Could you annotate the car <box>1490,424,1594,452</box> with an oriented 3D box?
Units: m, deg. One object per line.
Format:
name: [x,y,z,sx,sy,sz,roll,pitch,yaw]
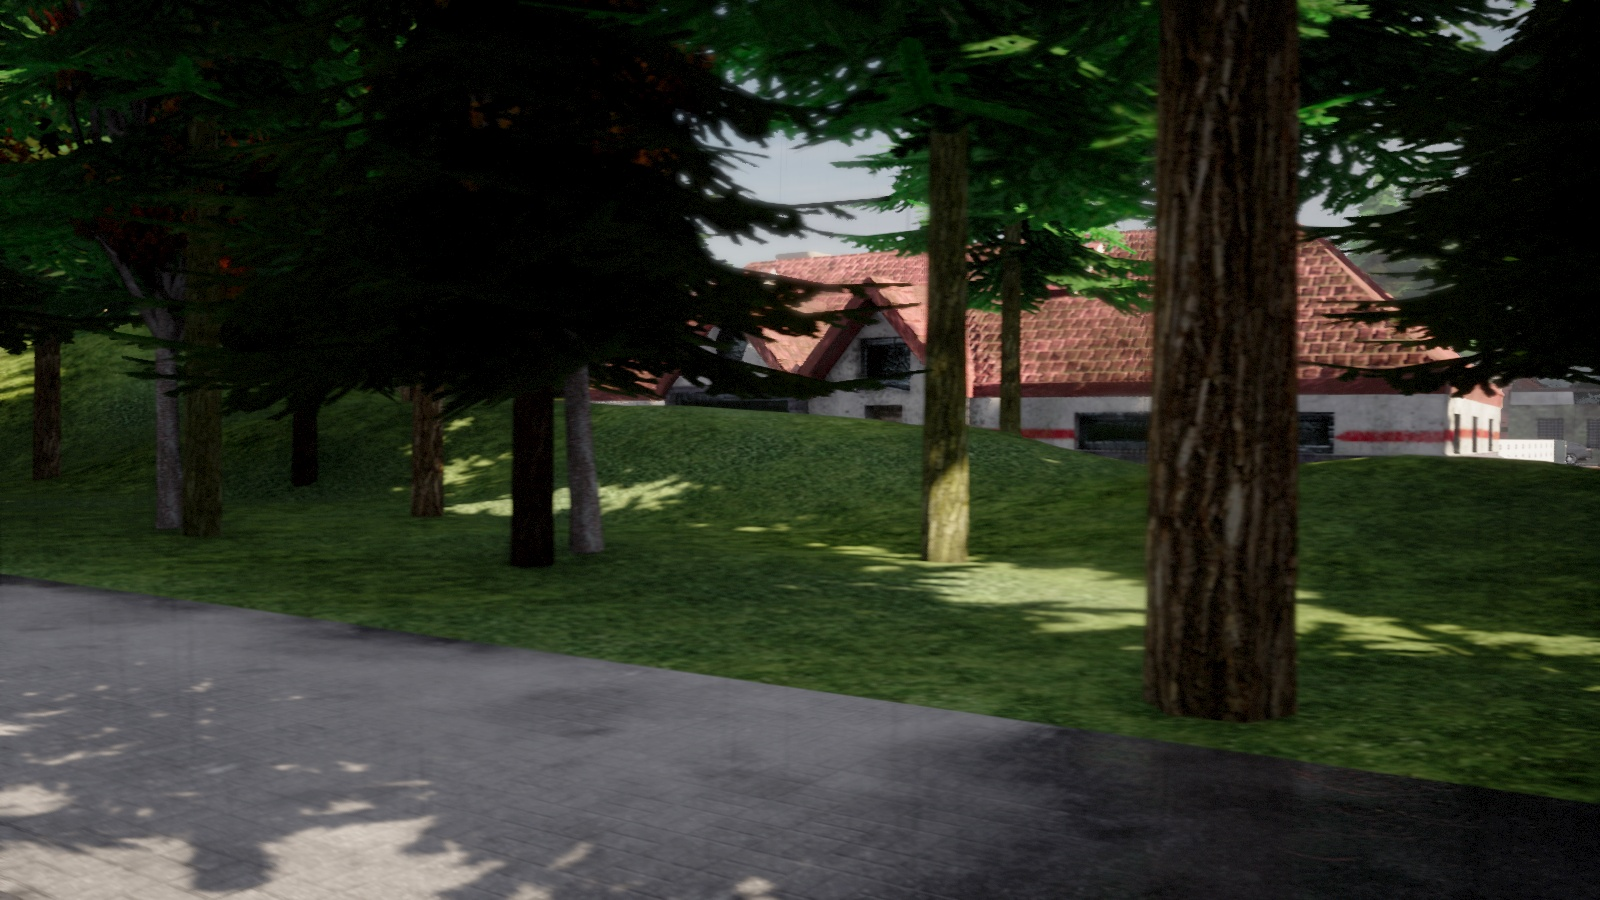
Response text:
car: [41.608,-0.651,70.422,4.902,1.511,2.128,0,1,34]
